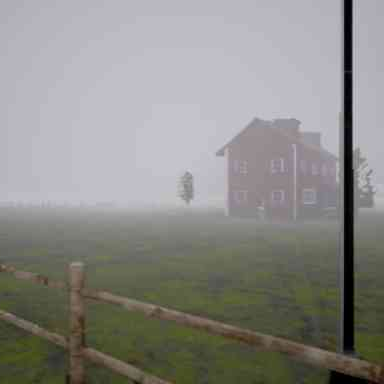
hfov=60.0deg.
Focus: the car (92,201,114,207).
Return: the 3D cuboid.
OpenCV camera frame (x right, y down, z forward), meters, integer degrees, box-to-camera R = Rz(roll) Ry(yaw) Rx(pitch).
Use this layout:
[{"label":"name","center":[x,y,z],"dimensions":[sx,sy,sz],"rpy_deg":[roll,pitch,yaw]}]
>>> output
[{"label":"car","center":[-19.483,2.590,73.114],"dimensions":[1.895,1.301,4.718],"rpy_deg":[0,-1,36]}]
